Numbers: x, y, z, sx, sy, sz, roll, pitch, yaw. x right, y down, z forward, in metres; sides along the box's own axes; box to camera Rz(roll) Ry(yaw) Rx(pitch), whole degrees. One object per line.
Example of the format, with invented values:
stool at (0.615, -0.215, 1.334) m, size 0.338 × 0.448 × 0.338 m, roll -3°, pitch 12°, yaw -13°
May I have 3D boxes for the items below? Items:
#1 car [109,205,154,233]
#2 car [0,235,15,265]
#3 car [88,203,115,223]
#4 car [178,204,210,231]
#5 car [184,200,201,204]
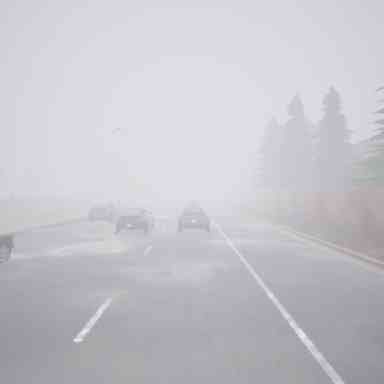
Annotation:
car at (-3.414, 1.646, 20.254) m, size 1.812 × 1.442 × 4.674 m, roll 0°, pitch 0°, yaw 0°
car at (-6.899, 1.655, 9.098) m, size 1.895 × 1.301 × 4.718 m, roll 0°, pitch 0°, yaw 0°
car at (-6.900, 1.651, 26.947) m, size 2.128 × 1.511 × 4.902 m, roll 0°, pitch 0°, yaw 0°
car at (0.100, 1.691, 21.539) m, size 1.994 × 1.385 × 4.181 m, roll 0°, pitch 0°, yaw 0°
car at (0.080, 1.749, 41.396) m, size 1.837 × 1.490 × 4.892 m, roll 0°, pitch 0°, yaw 0°
